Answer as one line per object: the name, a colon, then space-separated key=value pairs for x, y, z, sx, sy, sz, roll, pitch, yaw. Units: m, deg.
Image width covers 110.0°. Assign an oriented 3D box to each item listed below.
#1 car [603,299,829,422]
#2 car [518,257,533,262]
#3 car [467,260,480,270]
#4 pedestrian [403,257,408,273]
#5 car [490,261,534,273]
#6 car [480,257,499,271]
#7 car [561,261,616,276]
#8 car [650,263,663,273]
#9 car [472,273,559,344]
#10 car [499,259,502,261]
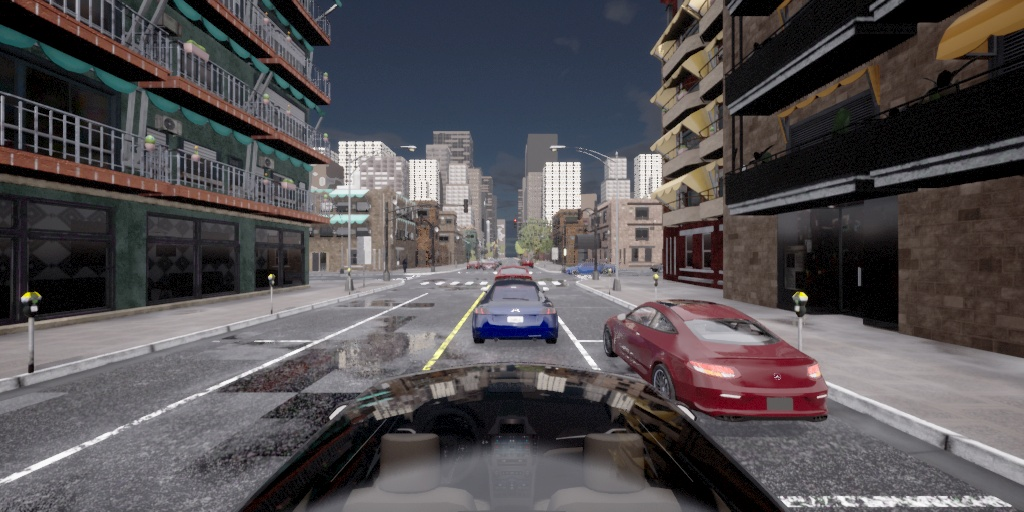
car: x=2.682 y=1.333 z=5.669 sx=1.802 sy=1.307 sz=4.207 roll=0 pitch=0 yaw=0
car: x=2.581 y=1.114 z=60.420 sx=2.192 sy=1.841 sz=5.009 roll=0 pitch=0 yaw=0
car: x=-5.877 y=1.336 z=54.883 sx=1.888 sy=1.381 sz=4.507 roll=0 pitch=0 yaw=0
pedestrian: x=-12.587 y=1.061 z=42.130 sx=0.375 sy=1.860 sz=0.375 roll=0 pitch=0 yaw=0
car: x=0.067 y=1.235 z=18.610 sx=1.882 sy=1.535 sz=5.008 roll=0 pitch=0 yaw=0
car: x=-3.178 y=1.312 z=51.374 sx=1.812 sy=1.442 sz=4.674 roll=0 pitch=0 yaw=0
car: x=7.730 y=1.227 z=36.259 sx=5.357 sy=1.411 sz=2.033 roll=-1 pitch=0 yaw=-6
car: x=17.426 y=1.127 z=39.254 sx=4.313 sy=1.339 sz=1.948 roll=0 pitch=0 yaw=0
car: x=0.080 y=1.317 z=9.624 sx=1.994 sy=1.385 sz=4.181 roll=0 pitch=0 yaw=0
car: x=-3.188 y=1.291 z=62.078 sx=2.128 sy=1.511 sz=4.902 roll=0 pitch=0 yaw=0
